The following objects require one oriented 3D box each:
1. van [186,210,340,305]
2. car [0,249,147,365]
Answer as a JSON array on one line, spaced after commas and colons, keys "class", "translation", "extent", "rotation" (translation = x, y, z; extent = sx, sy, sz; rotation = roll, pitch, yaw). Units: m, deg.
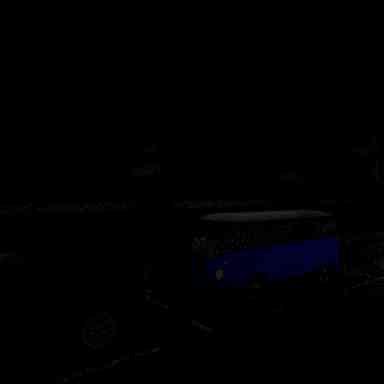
[{"class": "van", "translation": [1.778, 1.340, 7.828], "extent": [3.998, 1.788, 1.690], "rotation": [0, 0, -36]}, {"class": "car", "translation": [-2.816, 1.545, 4.525], "extent": [4.507, 1.381, 1.887], "rotation": [0, 0, -36]}]
